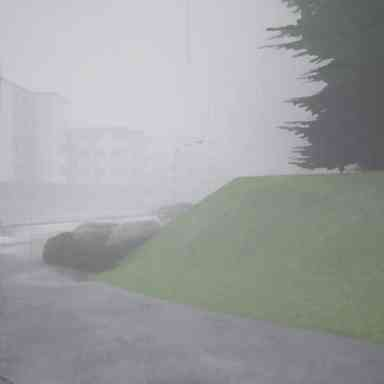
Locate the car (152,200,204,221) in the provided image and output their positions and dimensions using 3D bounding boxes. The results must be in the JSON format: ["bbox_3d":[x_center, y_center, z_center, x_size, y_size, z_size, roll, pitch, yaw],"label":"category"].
[{"bbox_3d":[-0.910,1.578,27.851,1.837,1.490,4.892,0,0,36],"label":"car"}]

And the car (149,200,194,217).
[{"bbox_3d":[-1.949,1.596,33.589,1.837,1.490,4.892,0,0,36],"label":"car"}]
